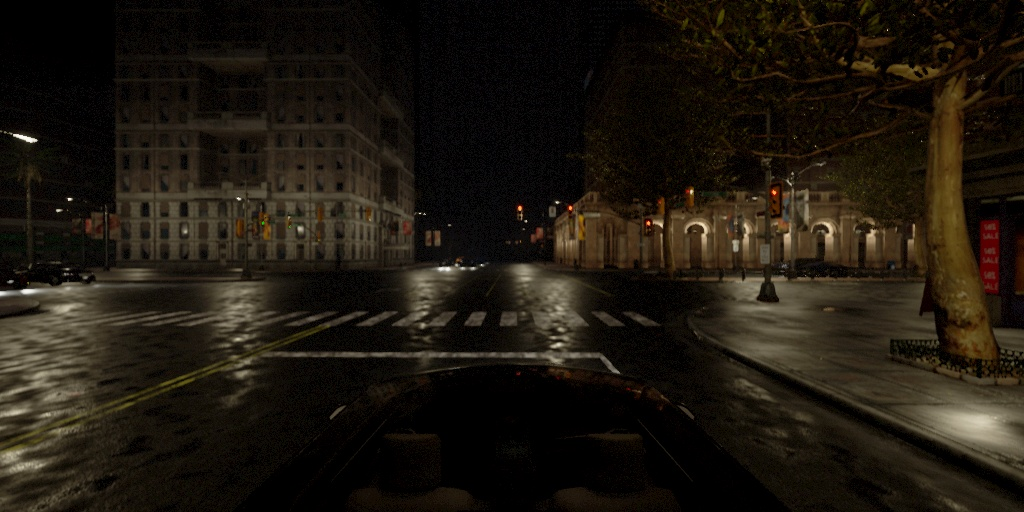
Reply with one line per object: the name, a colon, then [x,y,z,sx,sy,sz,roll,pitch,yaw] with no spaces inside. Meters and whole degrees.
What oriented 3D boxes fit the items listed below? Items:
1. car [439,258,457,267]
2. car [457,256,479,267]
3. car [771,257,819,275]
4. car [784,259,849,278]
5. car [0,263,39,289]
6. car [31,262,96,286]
car: [-10.412,1.003,57.250,2.128,1.511,4.902,0,1,1]
car: [-6.915,0.871,56.888,2.097,1.767,4.553,0,0,1]
car: [27.570,0.963,34.616,4.553,1.767,2.097,0,0,0]
car: [26.710,1.189,31.121,4.181,1.385,1.994,0,0,0]
car: [-29.793,1.237,19.909,4.181,1.385,1.994,0,0,1]
car: [-30.233,1.150,23.419,4.902,1.511,2.128,0,0,1]
